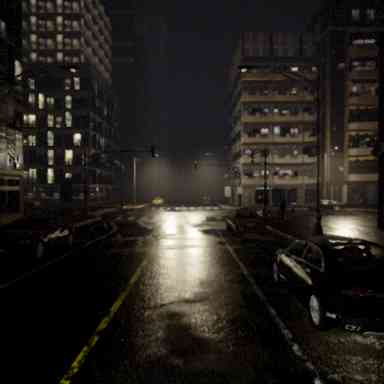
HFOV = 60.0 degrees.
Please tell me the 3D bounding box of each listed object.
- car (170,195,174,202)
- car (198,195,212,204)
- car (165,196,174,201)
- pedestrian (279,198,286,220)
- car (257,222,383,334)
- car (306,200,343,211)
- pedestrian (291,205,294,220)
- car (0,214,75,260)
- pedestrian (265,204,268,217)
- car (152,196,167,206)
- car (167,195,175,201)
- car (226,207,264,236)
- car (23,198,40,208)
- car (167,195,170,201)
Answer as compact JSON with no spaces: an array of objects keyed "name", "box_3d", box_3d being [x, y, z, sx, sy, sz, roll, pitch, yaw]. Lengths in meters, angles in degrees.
[{"name":"car","box_3d":[-5.673,1.539,78.563,1.887,1.381,4.507,-1,0,0]},{"name":"car","box_3d":[2.701,1.545,61.597,2.008,1.369,4.403,-1,0,0]},{"name":"car","box_3d":[-5.670,1.577,84.218,1.802,1.307,4.206,-1,0,0]},{"name":"pedestrian","box_3d":[7.145,1.305,26.309,0.375,1.860,0.375,-1,1,0]},{"name":"car","box_3d":[2.810,1.550,6.698,2.008,1.369,4.403,-1,0,0]},{"name":"car","box_3d":[16.329,1.627,41.115,4.403,1.369,2.008,0,0,1]},{"name":"pedestrian","box_3d":[8.145,1.334,26.910,0.375,1.860,0.375,-1,1,0]},{"name":"car","box_3d":[-5.827,1.543,12.403,1.887,1.381,4.507,-1,0,0]},{"name":"pedestrian","box_3d":[6.146,1.528,27.514,0.500,1.100,0.500,-1,1,0]},{"name":"car","box_3d":[-5.682,1.520,55.775,1.752,1.417,4.829,-1,0,0]},{"name":"car","box_3d":[-5.669,1.540,89.872,1.887,1.381,4.507,-1,0,0]},{"name":"car","box_3d":[2.814,1.523,18.157,1.752,1.417,4.829,-1,0,0]},{"name":"car","box_3d":[-21.645,1.279,41.627,4.829,1.417,1.752,0,0,1]},{"name":"car","box_3d":[-5.679,1.560,61.600,1.947,1.339,4.313,-1,0,0]}]
